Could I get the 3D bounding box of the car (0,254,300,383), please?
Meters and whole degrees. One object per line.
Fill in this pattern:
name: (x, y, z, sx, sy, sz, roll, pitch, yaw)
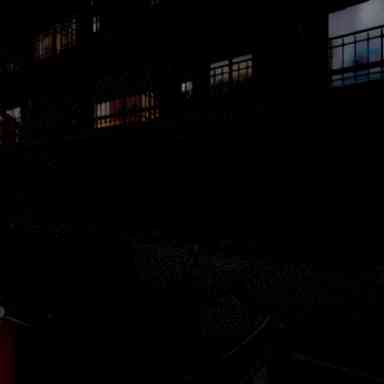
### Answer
car: (-1.069, 1.431, 3.630, 4.097, 1.590, 1.967, 0, 0, 35)
